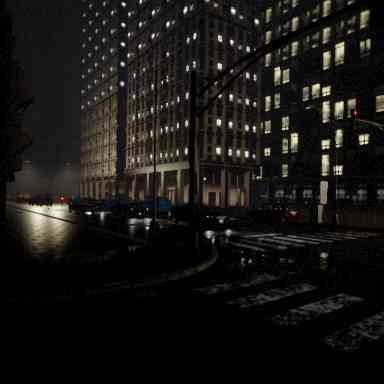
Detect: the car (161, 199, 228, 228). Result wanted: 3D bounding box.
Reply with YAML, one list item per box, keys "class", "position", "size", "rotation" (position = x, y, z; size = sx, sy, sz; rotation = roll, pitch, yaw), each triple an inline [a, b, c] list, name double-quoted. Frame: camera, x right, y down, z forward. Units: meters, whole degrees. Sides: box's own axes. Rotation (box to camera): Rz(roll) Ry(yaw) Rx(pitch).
- class: "car"
  position: [0.302, 1.441, 21.547]
  size: [2.128, 1.511, 4.902]
  rotation: [1, -1, -35]

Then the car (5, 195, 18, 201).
- class: "car"
  position: [-40.375, 1.378, 74.316]
  size: [2.008, 1.369, 4.403]
  rotation: [1, -1, -35]

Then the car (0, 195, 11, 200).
- class: "car"
  position: [-46.823, 1.365, 83.388]
  size: [1.752, 1.417, 4.829]
  rotation: [1, -1, -35]

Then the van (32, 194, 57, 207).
- class: "van"
  position: [-20.740, 1.197, 46.691]
  size: [1.690, 1.788, 3.998]
  rotation: [1, -1, -35]

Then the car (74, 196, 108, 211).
- class: "car"
  position: [-11.860, 1.426, 38.680]
  size: [1.837, 1.490, 4.892]
  rotation: [1, -1, -35]

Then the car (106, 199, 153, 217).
- class: "car"
  position: [-5.665, 1.535, 29.939]
  size: [1.895, 1.301, 4.718]
  rotation: [1, -1, -35]

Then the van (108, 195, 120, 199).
- class: "van"
  position: [-10.637, 1.368, 46.941]
  size: [1.690, 1.788, 3.998]
  rotation: [1, -1, -35]

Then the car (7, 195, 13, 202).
- class: "car"
  position: [-37.103, 1.397, 69.711]
  size: [1.947, 1.339, 4.313]
  rotation: [1, -1, -35]

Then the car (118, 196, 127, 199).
- class: "car"
  position: [-7.369, 1.584, 42.334]
  size: [2.008, 1.369, 4.403]
  rotation: [1, -1, -35]

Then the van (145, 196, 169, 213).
- class: "van"
  position: [-4.094, 1.382, 37.732]
  size: [1.690, 1.788, 3.998]
  rotation: [1, -1, -35]

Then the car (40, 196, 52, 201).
- class: "car"
  position: [-36.818, 1.570, 83.773]
  size: [1.802, 1.307, 4.206]
  rotation: [1, -1, -35]

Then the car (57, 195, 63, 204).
- class: "car"
  position: [-24.926, 1.307, 62.574]
  size: [2.097, 1.767, 4.553]
  rotation: [1, -1, -35]

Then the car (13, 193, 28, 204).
- class: "car"
  position: [-30.555, 1.155, 60.505]
  size: [2.192, 1.841, 5.009]
  rotation: [1, -1, -35]

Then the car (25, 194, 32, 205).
- class: "car"
  position: [-24.016, 1.432, 51.293]
  size: [1.802, 1.307, 4.206]
  rotation: [1, -1, -35]

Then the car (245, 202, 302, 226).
- class: "car"
  position: [5.721, 1.505, 23.917]
  size: [1.967, 1.590, 4.097]
  rotation: [1, -1, -35]

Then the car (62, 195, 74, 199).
- class: "car"
  position: [-18.940, 1.456, 54.147]
  size: [2.128, 1.511, 4.902]
  rotation: [1, -1, -35]

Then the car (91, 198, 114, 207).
- class: "car"
  position: [-13.914, 1.586, 51.542]
  size: [1.947, 1.339, 4.313]
  rotation: [1, -1, -35]

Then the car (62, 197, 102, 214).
- class: "car"
  position: [-10.928, 1.427, 32.876]
  size: [2.008, 1.369, 4.403]
  rotation: [1, -1, -35]
